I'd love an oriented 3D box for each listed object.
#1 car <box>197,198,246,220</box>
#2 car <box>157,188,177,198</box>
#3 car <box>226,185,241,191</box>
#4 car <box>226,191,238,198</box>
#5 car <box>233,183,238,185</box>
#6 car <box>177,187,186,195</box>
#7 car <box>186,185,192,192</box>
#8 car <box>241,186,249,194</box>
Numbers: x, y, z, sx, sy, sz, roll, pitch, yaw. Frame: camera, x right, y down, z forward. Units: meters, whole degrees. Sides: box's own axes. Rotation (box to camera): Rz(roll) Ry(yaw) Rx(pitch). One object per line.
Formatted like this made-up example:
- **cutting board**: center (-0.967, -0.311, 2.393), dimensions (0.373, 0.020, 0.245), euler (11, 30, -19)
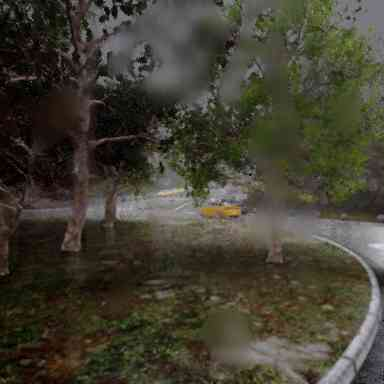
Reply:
- **car**: center (2.311, 1.581, 29.935), dimensions (1.882, 1.535, 5.008), euler (0, 0, -31)
- **car**: center (-5.540, 0.304, 68.688), dimensions (1.946, 1.575, 5.366), euler (0, 3, 19)
- **car**: center (9.006, -0.162, 74.984), dimensions (2.033, 1.411, 5.357), euler (0, 3, 19)
- **car**: center (6.157, 0.993, 55.115), dimensions (1.994, 1.385, 4.181), euler (0, 3, 13)
- **car**: center (12.459, -0.922, 84.817), dimensions (1.812, 1.442, 4.674), euler (0, 3, 19)
- **car**: center (-3.727, -0.007, 73.895), dimensions (1.946, 1.575, 5.366), euler (0, 3, 19)
- **car**: center (-1.922, -0.315, 79.108), dimensions (1.946, 1.575, 5.366), euler (0, 3, 19)
- **car**: center (12.825, -0.262, 76.049), dimensions (1.994, 1.385, 4.181), euler (0, 3, 19)
